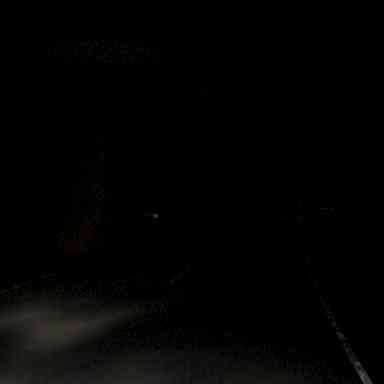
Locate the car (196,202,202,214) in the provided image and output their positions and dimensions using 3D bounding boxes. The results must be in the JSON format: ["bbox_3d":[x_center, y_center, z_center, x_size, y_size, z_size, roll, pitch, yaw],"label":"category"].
[{"bbox_3d":[1.904,1.541,36.478,2.097,1.767,4.553,0,0,32],"label":"car"}]

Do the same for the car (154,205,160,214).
[{"bbox_3d":[-2.268,1.709,36.321,1.994,1.385,4.181,0,0,31],"label":"car"}]

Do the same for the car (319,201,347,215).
[{"bbox_3d":[16.566,1.900,38.986,2.033,1.411,5.357,0,0,38],"label":"car"}]

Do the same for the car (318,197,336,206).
[{"bbox_3d":[27.964,1.845,68.737,2.097,1.767,4.553,0,0,41],"label":"car"}]

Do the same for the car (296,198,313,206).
[{"bbox_3d":[23.300,2.070,68.689,1.812,1.442,4.674,0,0,41],"label":"car"}]

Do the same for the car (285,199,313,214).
[{"bbox_3d":[12.820,1.670,39.756,2.097,1.767,4.553,0,0,36],"label":"car"}]
